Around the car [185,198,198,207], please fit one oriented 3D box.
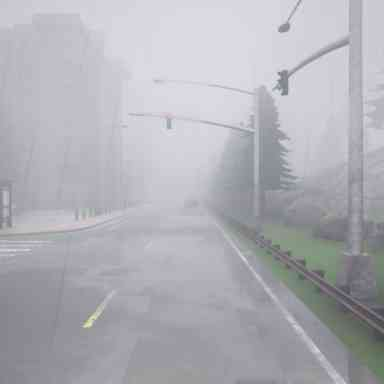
[{"bbox_3d":[-0.039,1.564,50.677,1.994,1.385,4.181,0,0,0],"label":"car"}]
